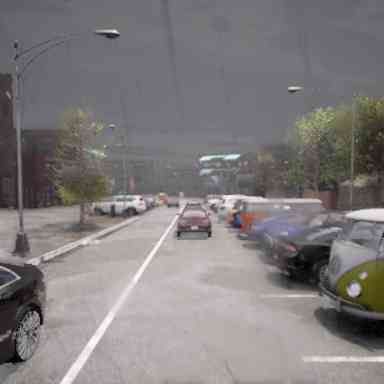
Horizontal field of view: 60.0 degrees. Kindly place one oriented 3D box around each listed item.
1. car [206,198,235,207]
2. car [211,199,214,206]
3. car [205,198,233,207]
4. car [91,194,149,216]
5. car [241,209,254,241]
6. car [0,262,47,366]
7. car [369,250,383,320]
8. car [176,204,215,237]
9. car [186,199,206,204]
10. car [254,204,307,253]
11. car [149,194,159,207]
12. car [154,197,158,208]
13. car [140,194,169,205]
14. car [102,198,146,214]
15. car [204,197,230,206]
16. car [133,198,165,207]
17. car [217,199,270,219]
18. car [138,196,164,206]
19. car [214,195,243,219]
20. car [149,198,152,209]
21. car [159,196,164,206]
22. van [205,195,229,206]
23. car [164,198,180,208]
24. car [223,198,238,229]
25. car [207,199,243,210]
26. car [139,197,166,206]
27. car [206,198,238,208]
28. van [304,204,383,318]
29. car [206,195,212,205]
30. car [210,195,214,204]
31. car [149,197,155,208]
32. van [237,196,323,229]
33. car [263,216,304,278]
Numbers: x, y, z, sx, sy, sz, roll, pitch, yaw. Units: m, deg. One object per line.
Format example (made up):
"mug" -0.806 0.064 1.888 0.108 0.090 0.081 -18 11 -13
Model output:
"car" 4.725 1.823 56.050 4.674 1.452 2.002 0 0 0
"car" 4.664 1.692 33.703 4.792 1.488 2.163 0 0 0
"car" 4.733 1.799 58.841 4.892 1.521 2.231 0 0 0
"car" -7.663 1.417 34.768 5.566 2.045 2.435 0 0 0
"car" 4.666 1.597 14.145 4.674 1.452 2.002 0 0 0
"car" -3.096 1.509 3.087 2.128 1.511 4.902 0 0 0
"car" 4.660 1.498 2.972 4.892 1.521 2.231 0 0 0
"car" 0.124 1.628 18.759 1.812 1.442 4.674 0 0 0
"car" 0.148 1.689 36.533 2.128 1.511 4.902 0 0 0
"car" 4.695 1.417 11.354 4.553 1.767 2.185 0 0 0
"car" -7.647 1.621 49.459 4.553 1.767 2.185 0 0 0
"car" -7.648 1.761 46.520 4.792 1.488 2.163 0 0 0
"car" -7.564 1.515 66.988 5.566 2.045 2.435 0 1 0
"car" -7.599 1.557 37.581 4.553 1.767 2.185 0 0 0
"car" 4.728 1.796 64.443 4.892 1.521 2.231 0 1 0
"car" -7.419 1.792 58.273 5.366 1.575 1.946 0 0 0
"car" 4.722 1.522 30.907 4.553 1.767 2.185 0 0 0
"car" -7.569 1.680 61.216 4.553 1.767 2.185 0 0 0
"car" 4.711 1.366 25.323 5.566 2.045 2.435 0 0 0
"car" -7.624 1.739 40.518 4.674 1.452 2.002 0 0 0
"car" -7.793 1.776 55.334 5.366 1.575 1.946 0 0 0
"van" 4.614 1.582 61.635 4.442 1.987 1.878 0 0 0
"car" -2.963 1.765 53.227 1.882 1.535 5.008 0 0 1
"car" 4.648 1.477 22.527 4.553 1.767 2.185 0 0 0
"car" 4.706 1.738 47.670 5.008 1.535 2.097 0 0 0
"car" -7.602 1.798 64.045 5.008 1.535 2.097 0 0 0
"car" 4.714 1.770 53.381 4.892 1.521 2.231 0 0 0
"van" 4.541 1.286 5.766 4.442 1.987 1.878 0 0 0
"car" 4.680 1.472 44.876 5.566 2.045 2.435 0 0 0
"car" 4.733 1.568 39.414 4.553 1.767 2.185 0 0 0
"car" -7.620 1.755 43.581 4.674 1.452 2.002 0 0 0
"van" 4.789 1.346 16.940 4.442 1.987 1.878 0 0 0
"car" 4.656 1.528 8.683 5.008 1.535 2.097 0 0 0
